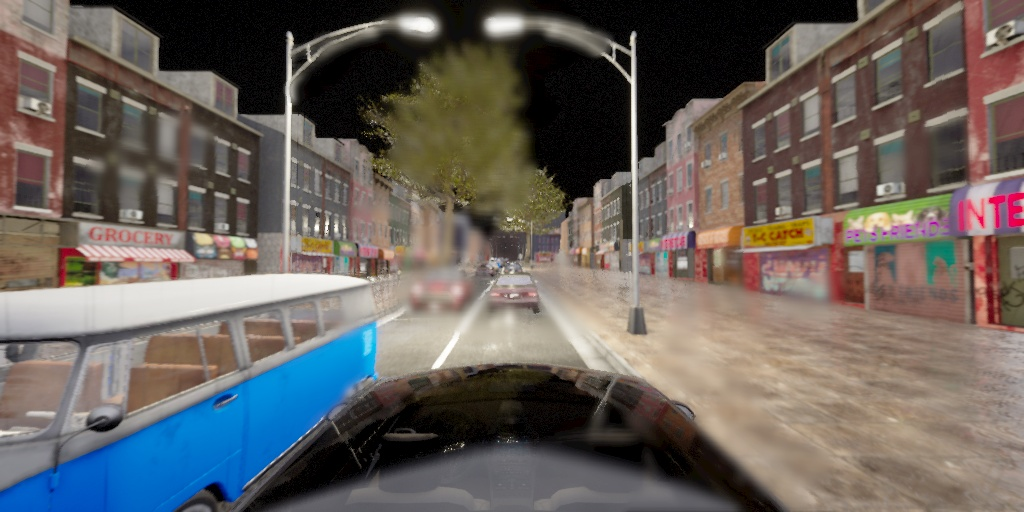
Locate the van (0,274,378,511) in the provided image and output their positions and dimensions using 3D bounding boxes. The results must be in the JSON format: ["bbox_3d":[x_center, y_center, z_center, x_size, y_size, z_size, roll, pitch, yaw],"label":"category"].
[{"bbox_3d":[-2.636,1.094,3.185,1.690,1.789,3.998,0,0,0],"label":"van"}]

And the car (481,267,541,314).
[{"bbox_3d":[0.102,1.326,13.998,2.033,1.411,5.357,0,0,0],"label":"car"}]

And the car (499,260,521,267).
[{"bbox_3d":[0.107,1.383,34.517,2.033,1.411,5.357,0,0,0],"label":"car"}]

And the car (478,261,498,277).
[{"bbox_3d":[-2.630,1.424,36.396,1.802,1.307,4.207,0,0,0],"label":"car"}]

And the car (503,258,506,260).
[{"bbox_3d":[-2.625,1.510,64.071,1.948,1.339,4.313,0,0,0],"label":"car"}]

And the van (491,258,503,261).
[{"bbox_3d":[-2.627,1.241,53.000,1.690,1.789,3.998,0,0,0],"label":"van"}]

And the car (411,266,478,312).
[{"bbox_3d":[-2.634,1.219,14.256,1.967,1.591,4.097,0,0,0],"label":"car"}]

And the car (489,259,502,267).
[{"bbox_3d":[-2.628,1.405,47.296,1.751,1.417,4.829,0,0,0],"label":"car"}]
